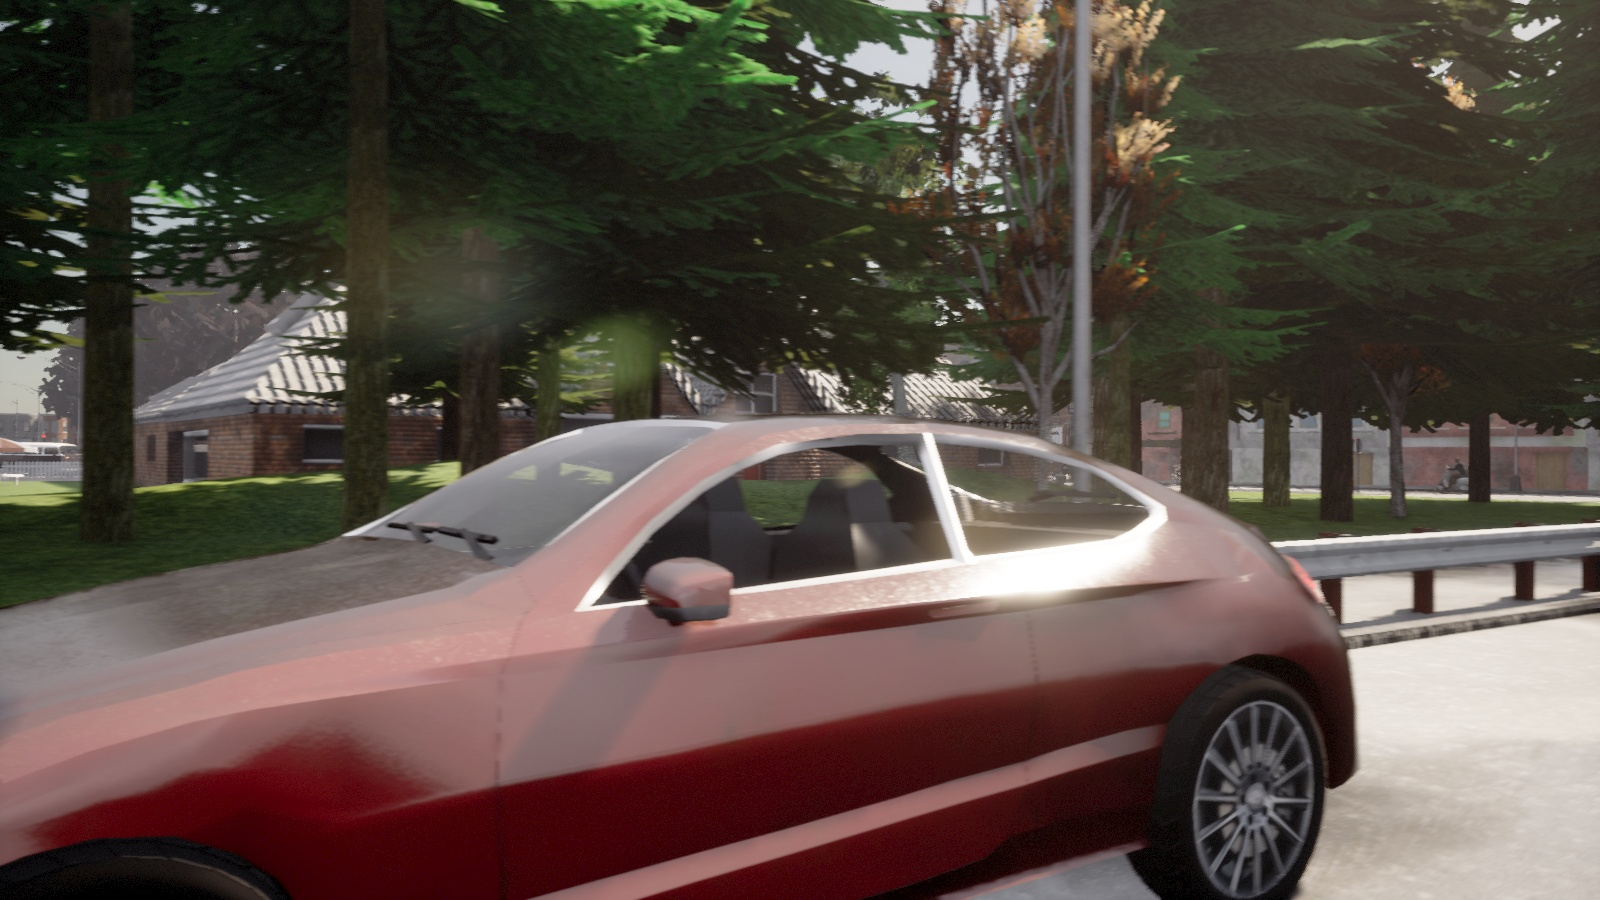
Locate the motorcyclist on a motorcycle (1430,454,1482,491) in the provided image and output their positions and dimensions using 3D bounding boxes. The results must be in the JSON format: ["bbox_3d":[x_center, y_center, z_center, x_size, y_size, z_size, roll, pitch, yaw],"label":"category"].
[{"bbox_3d":[28.534,0.977,54.659,0.866,1.590,1.817,0,0,-35],"label":"motorcyclist on a motorcycle"}]

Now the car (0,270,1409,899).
[{"bbox_3d":[-0.507,0.541,3.917,5.027,1.651,2.152,0,0,-35],"label":"car"}]

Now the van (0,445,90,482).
[{"bbox_3d":[-43.392,0.761,71.923,4.480,2.038,2.069,0,1,10],"label":"van"}]
